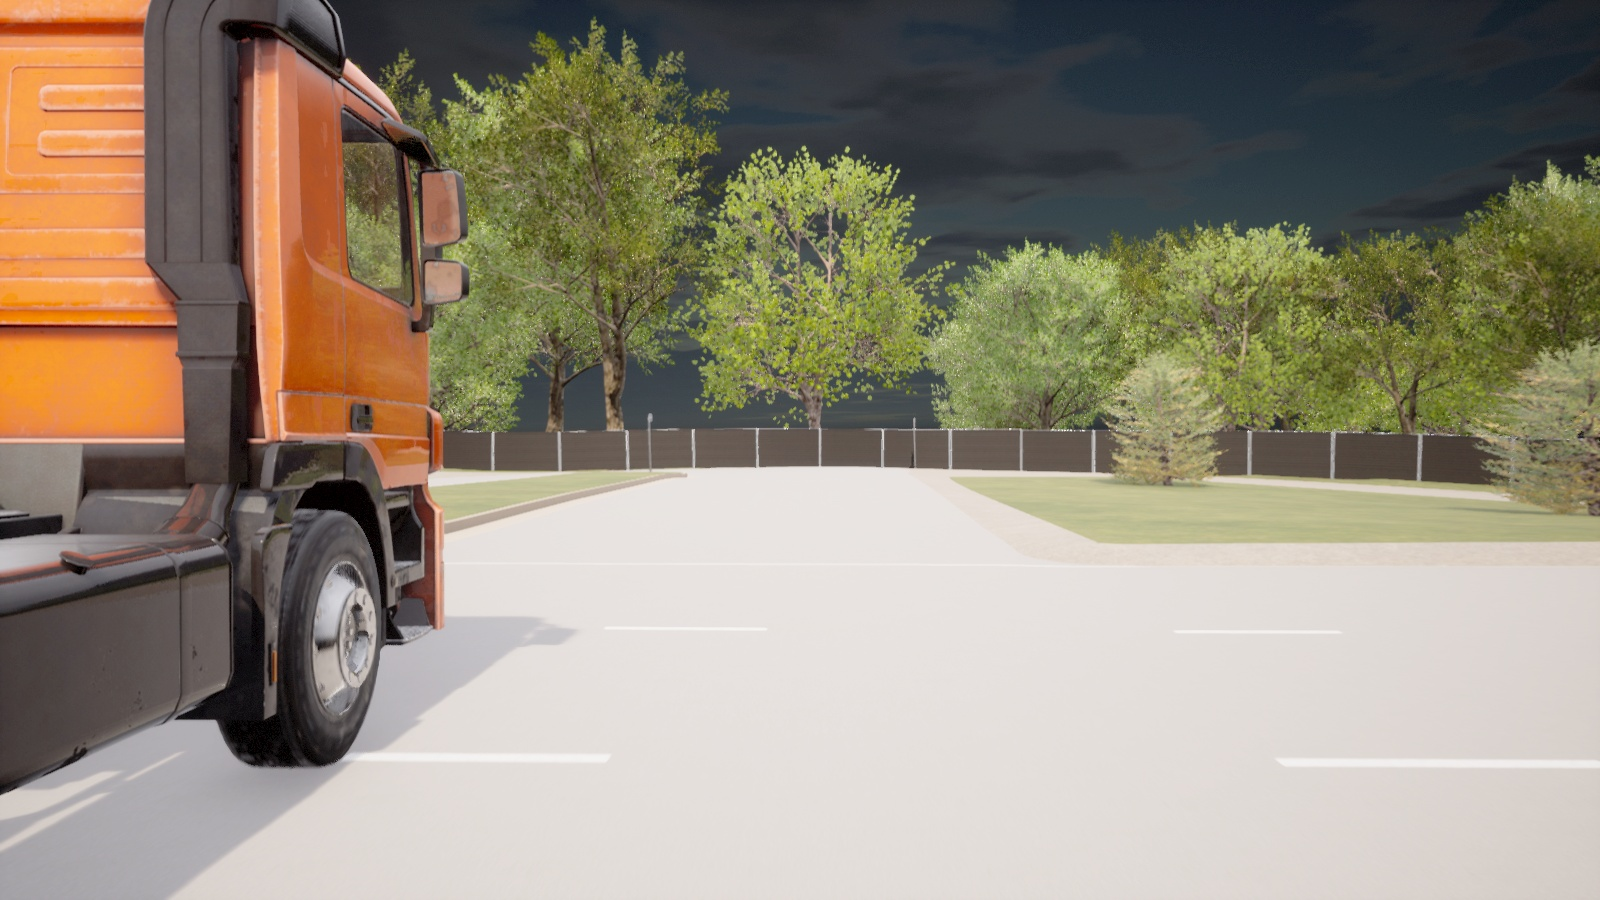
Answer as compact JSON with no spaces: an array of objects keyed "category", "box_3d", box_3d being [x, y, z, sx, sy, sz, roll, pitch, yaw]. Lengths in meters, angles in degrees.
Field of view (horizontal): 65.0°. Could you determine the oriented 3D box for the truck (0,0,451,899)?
[{"category":"truck","box_3d":[-3.504,-0.278,3.328,2.891,3.462,7.936,0,1,0]}]
